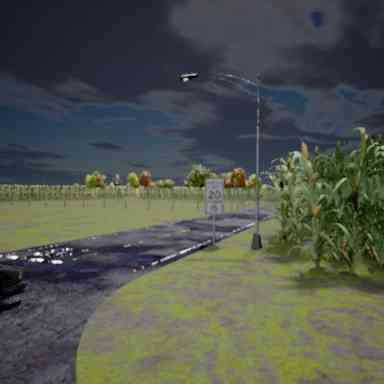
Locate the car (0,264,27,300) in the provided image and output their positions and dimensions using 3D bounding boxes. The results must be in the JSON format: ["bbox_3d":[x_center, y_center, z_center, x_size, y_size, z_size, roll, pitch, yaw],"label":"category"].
[{"bbox_3d":[-5.179,1.572,4.798,2.033,1.411,5.357,1,0,22],"label":"car"}]
